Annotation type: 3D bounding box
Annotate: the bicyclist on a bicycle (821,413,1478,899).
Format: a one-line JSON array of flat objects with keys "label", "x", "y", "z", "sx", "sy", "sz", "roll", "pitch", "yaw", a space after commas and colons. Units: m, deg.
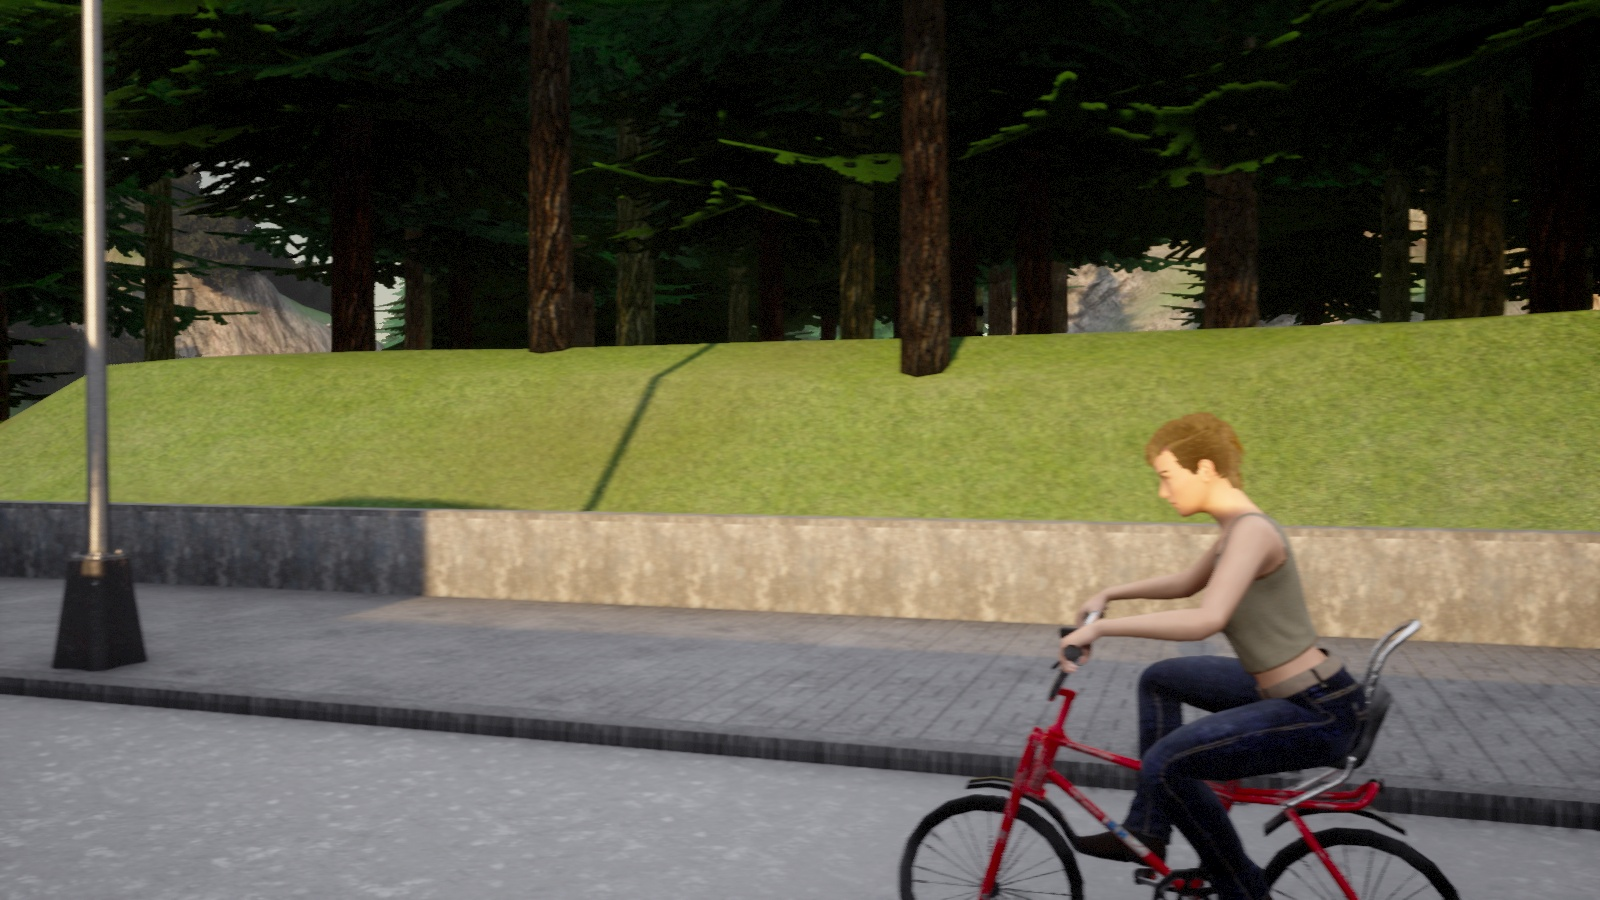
[{"label": "bicyclist on a bicycle", "x": 0.910, "y": 0.712, "z": 3.424, "sx": 1.509, "sy": 1.612, "sz": 0.866, "roll": 1, "pitch": 1, "yaw": 18}]
